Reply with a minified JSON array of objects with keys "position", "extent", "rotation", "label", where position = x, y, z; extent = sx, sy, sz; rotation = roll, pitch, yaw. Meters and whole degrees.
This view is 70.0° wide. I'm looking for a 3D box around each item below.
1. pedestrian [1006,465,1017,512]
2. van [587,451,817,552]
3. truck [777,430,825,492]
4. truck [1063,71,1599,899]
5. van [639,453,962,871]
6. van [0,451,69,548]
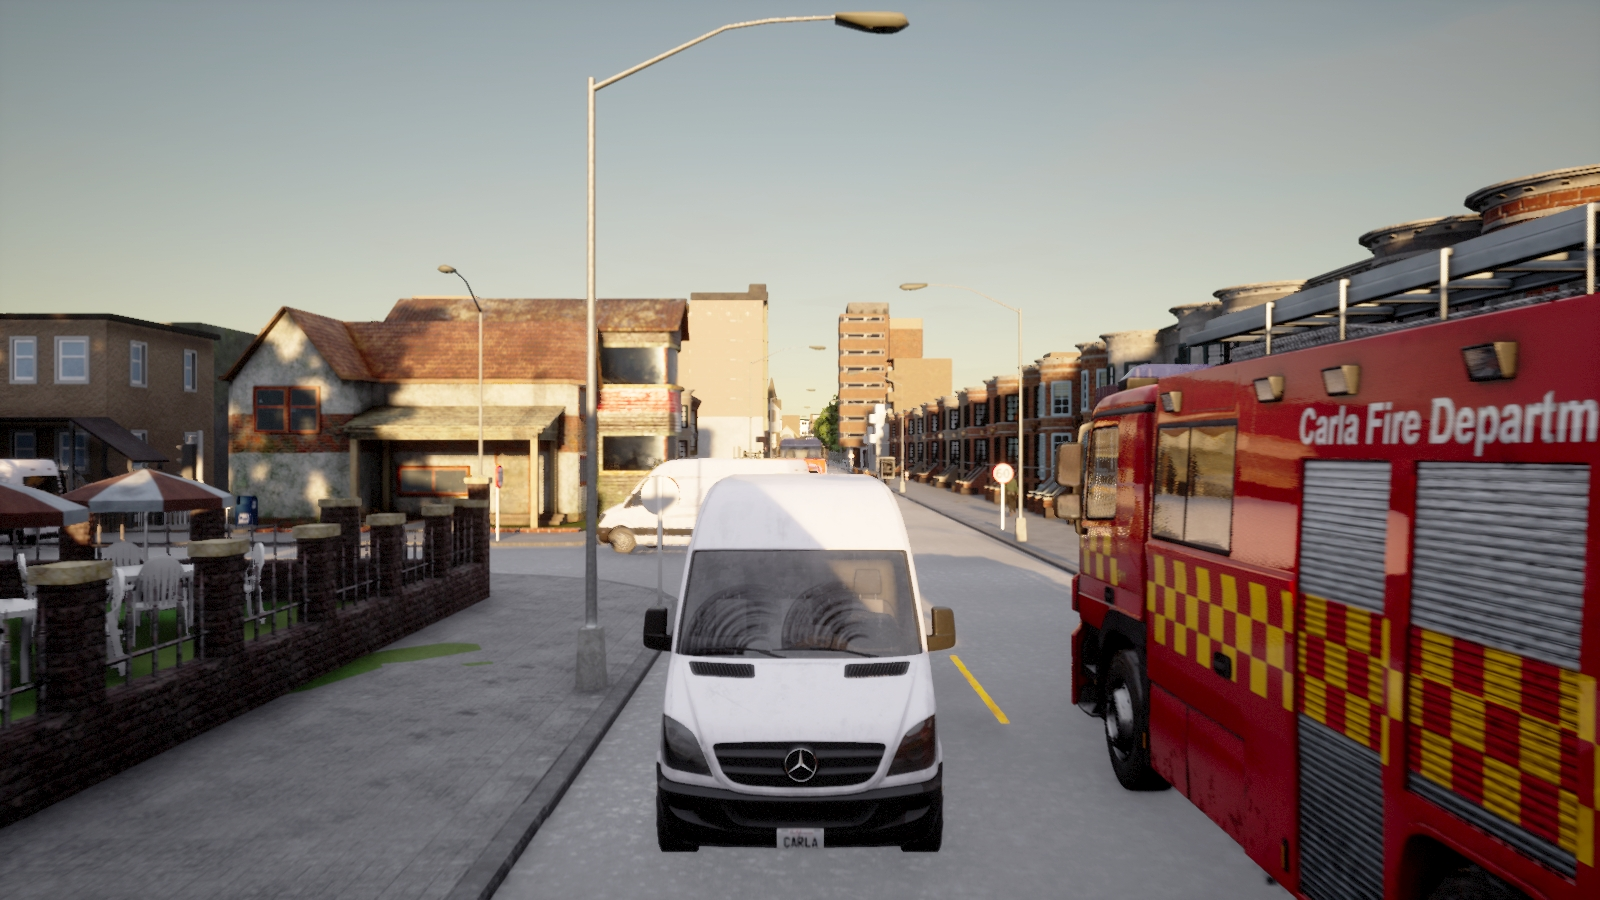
[{"position":[8.504,1.526,45.851],"extent":[0.375,1.860,0.375],"rotation":[0,0,19],"label":"pedestrian"},{"position":[-2.662,1.314,30.933],"extent":[5.915,2.561,1.988],"rotation":[0,-1,20],"label":"van"},{"position":[0.039,0.669,74.213],"extent":[2.891,3.827,8.468],"rotation":[0,0,0],"label":"truck"},{"position":[4.047,0.671,6.915],"extent":[2.891,3.827,8.468],"rotation":[0,0,0],"label":"truck"},{"position":[0.003,1.315,9.995],"extent":[1.988,2.561,5.915],"rotation":[0,0,0],"label":"van"},{"position":[-23.637,1.314,31.305],"extent":[5.915,2.561,1.988],"rotation":[0,0,0],"label":"van"}]
